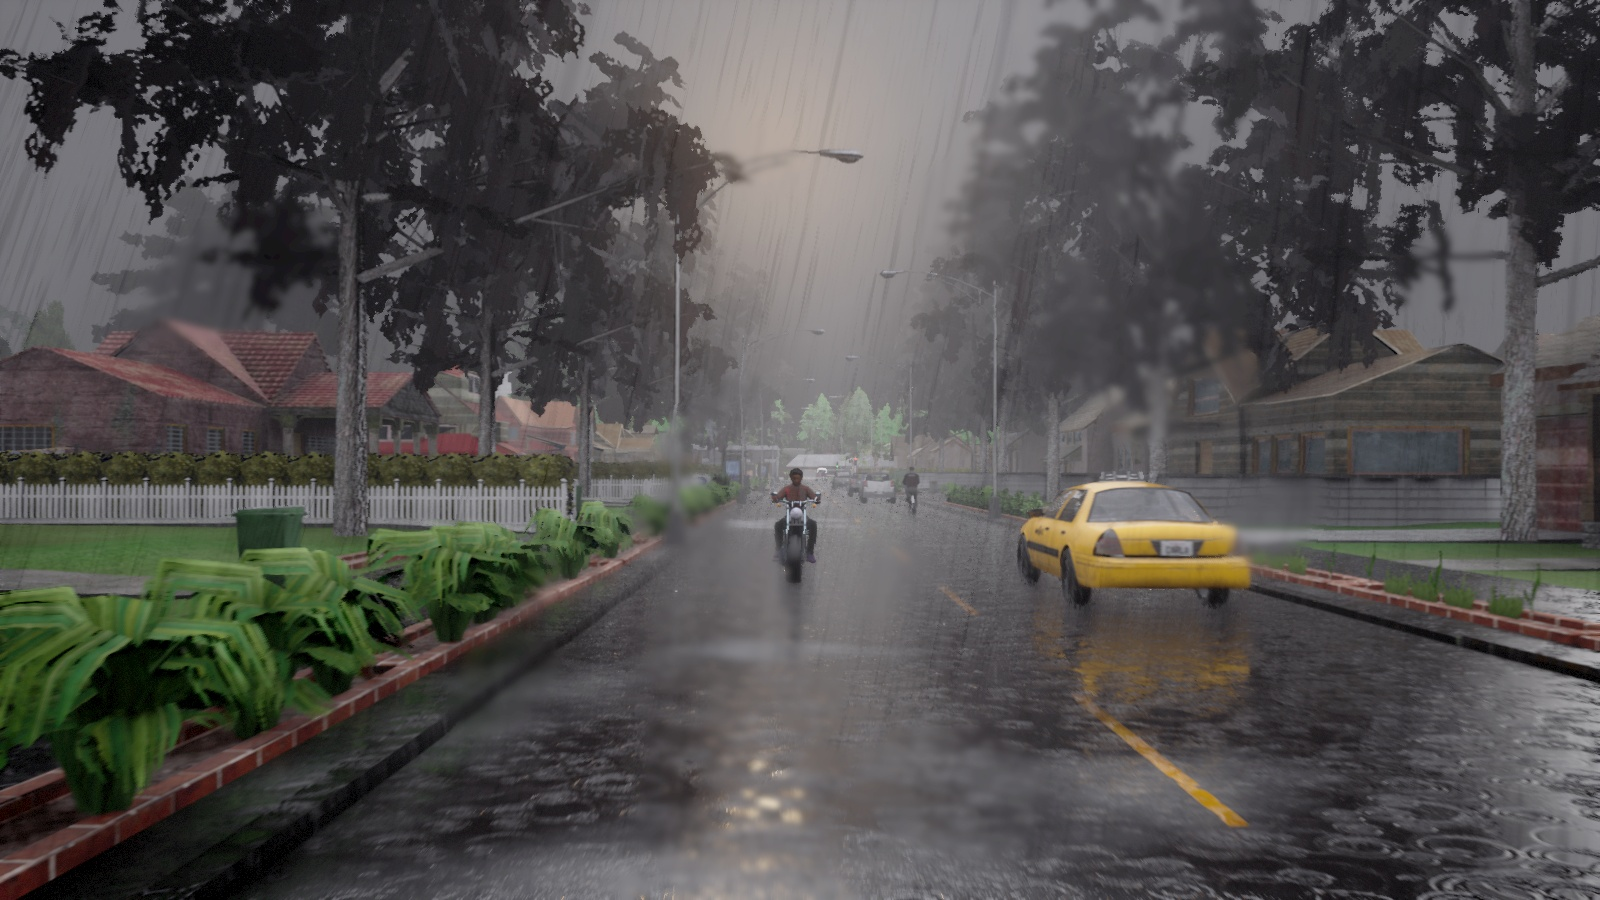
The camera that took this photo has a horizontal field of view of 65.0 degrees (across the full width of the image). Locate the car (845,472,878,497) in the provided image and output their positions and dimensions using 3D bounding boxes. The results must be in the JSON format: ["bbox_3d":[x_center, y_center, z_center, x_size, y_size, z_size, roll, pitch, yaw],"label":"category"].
[{"bbox_3d":[3.809,2.116,77.832,1.845,1.501,3.633,0,-1,0],"label":"car"}]

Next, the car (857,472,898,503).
[{"bbox_3d":[3.846,1.864,62.776,1.845,1.501,3.633,0,-1,0],"label":"car"}]

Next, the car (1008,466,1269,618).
[{"bbox_3d":[3.961,1.001,15.725,1.801,1.575,5.366,0,-1,0],"label":"car"}]

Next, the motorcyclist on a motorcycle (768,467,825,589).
[{"bbox_3d":[-0.045,1.069,18.142,0.766,1.649,2.350,0,-1,0],"label":"motorcyclist on a motorcycle"}]
